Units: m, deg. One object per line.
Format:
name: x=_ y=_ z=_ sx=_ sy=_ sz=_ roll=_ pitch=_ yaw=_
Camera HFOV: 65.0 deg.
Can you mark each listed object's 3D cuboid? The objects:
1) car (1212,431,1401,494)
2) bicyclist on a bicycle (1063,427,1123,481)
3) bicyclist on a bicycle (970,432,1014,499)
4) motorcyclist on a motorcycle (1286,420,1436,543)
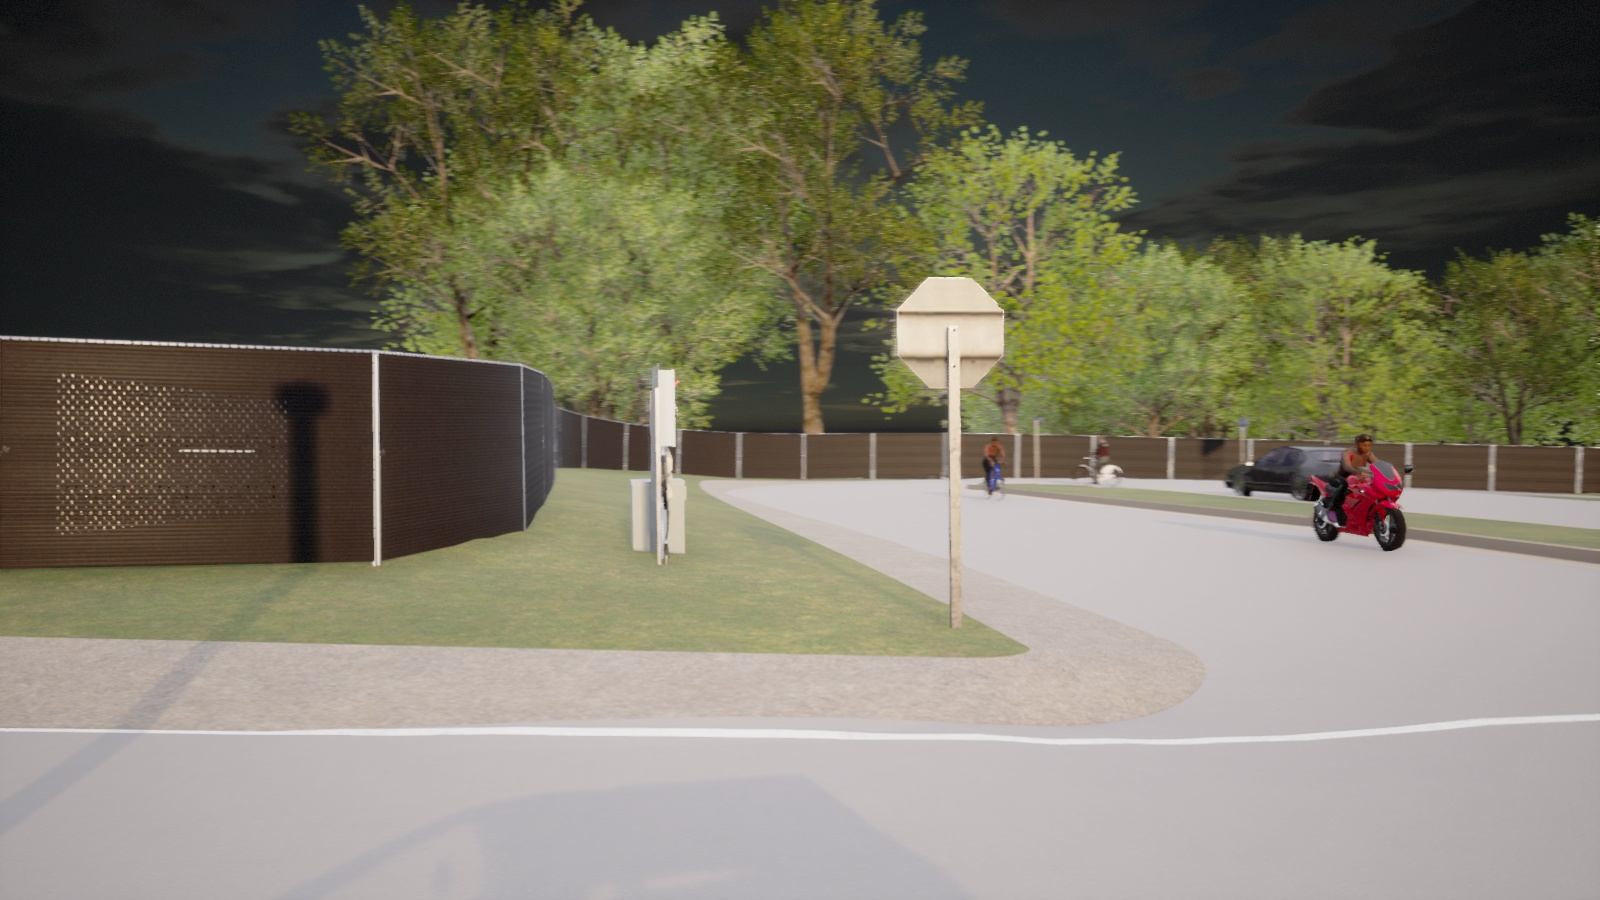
car: x=12.863 y=0.294 z=32.347 sx=2.033 sy=1.411 sz=5.357 roll=-2 pitch=0 yaw=-9
bicyclist on a bicycle: x=10.032 y=0.151 z=43.092 sx=1.843 sy=1.776 sz=0.659 roll=-1 pitch=4 yaw=44
bicyclist on a bicycle: x=4.835 y=0.376 z=31.697 sx=0.582 sy=1.620 sz=1.656 roll=-2 pitch=0 yaw=-9
motorcyclist on a motorcycle: x=7.422 y=0.378 z=16.740 sx=0.797 sy=1.523 sz=2.044 roll=-1 pitch=1 yaw=-10
